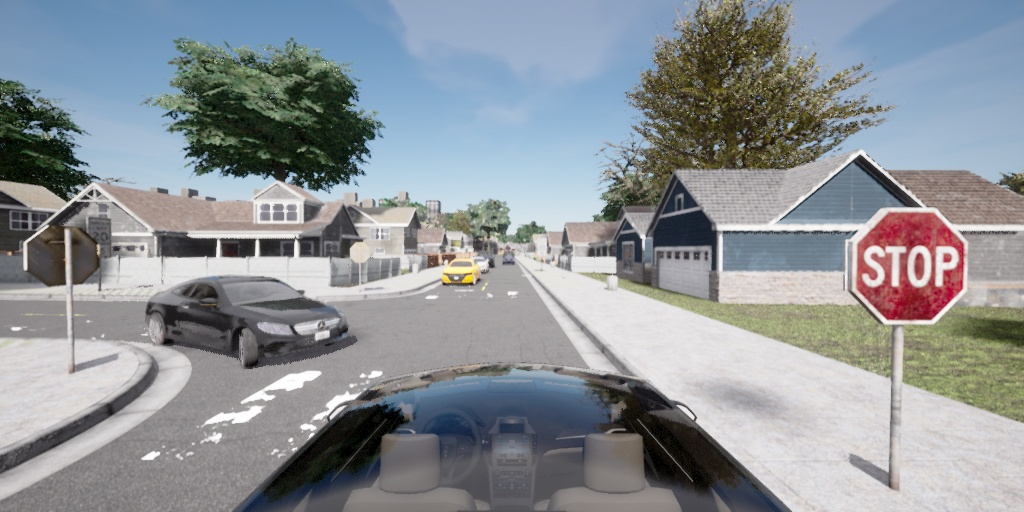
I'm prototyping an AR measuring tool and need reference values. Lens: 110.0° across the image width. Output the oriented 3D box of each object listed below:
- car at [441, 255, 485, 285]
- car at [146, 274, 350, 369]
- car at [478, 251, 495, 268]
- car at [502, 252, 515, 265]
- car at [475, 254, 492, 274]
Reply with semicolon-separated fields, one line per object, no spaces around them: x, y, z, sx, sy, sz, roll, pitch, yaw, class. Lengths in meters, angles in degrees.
-3.077;0.926;22.583;1.882;1.535;5.008;0;1;1;car
-5.595;1.138;7.490;4.674;1.442;1.812;1;1;24;car
-3.234;0.376;43.532;2.150;2.045;5.566;0;1;0;car
-0.492;0.575;53.491;2.033;1.411;5.357;0;1;-1;car
-3.142;0.826;32.907;1.812;1.442;4.674;0;1;0;car
